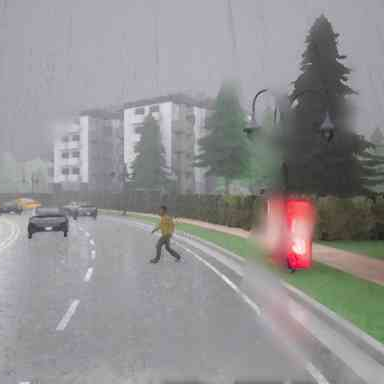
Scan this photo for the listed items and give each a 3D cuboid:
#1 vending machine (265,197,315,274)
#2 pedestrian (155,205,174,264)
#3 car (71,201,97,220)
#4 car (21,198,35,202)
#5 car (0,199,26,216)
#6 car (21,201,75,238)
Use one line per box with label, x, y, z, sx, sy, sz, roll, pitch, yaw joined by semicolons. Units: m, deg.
vending machine;2.828;1.193;9.668;1.100;2.100;0.880;0;0;-12
pedestrian;-0.863;1.292;10.279;0.375;1.860;0.375;0;0;-13
car;-9.466;1.485;27.799;2.128;1.511;4.902;0;0;-36
car;-19.349;1.470;38.090;5.008;1.535;1.882;0;0;36
car;-18.490;1.594;32.734;4.718;1.301;1.895;0;0;43
car;-7.742;1.488;17.901;2.128;1.511;4.902;0;0;-24
